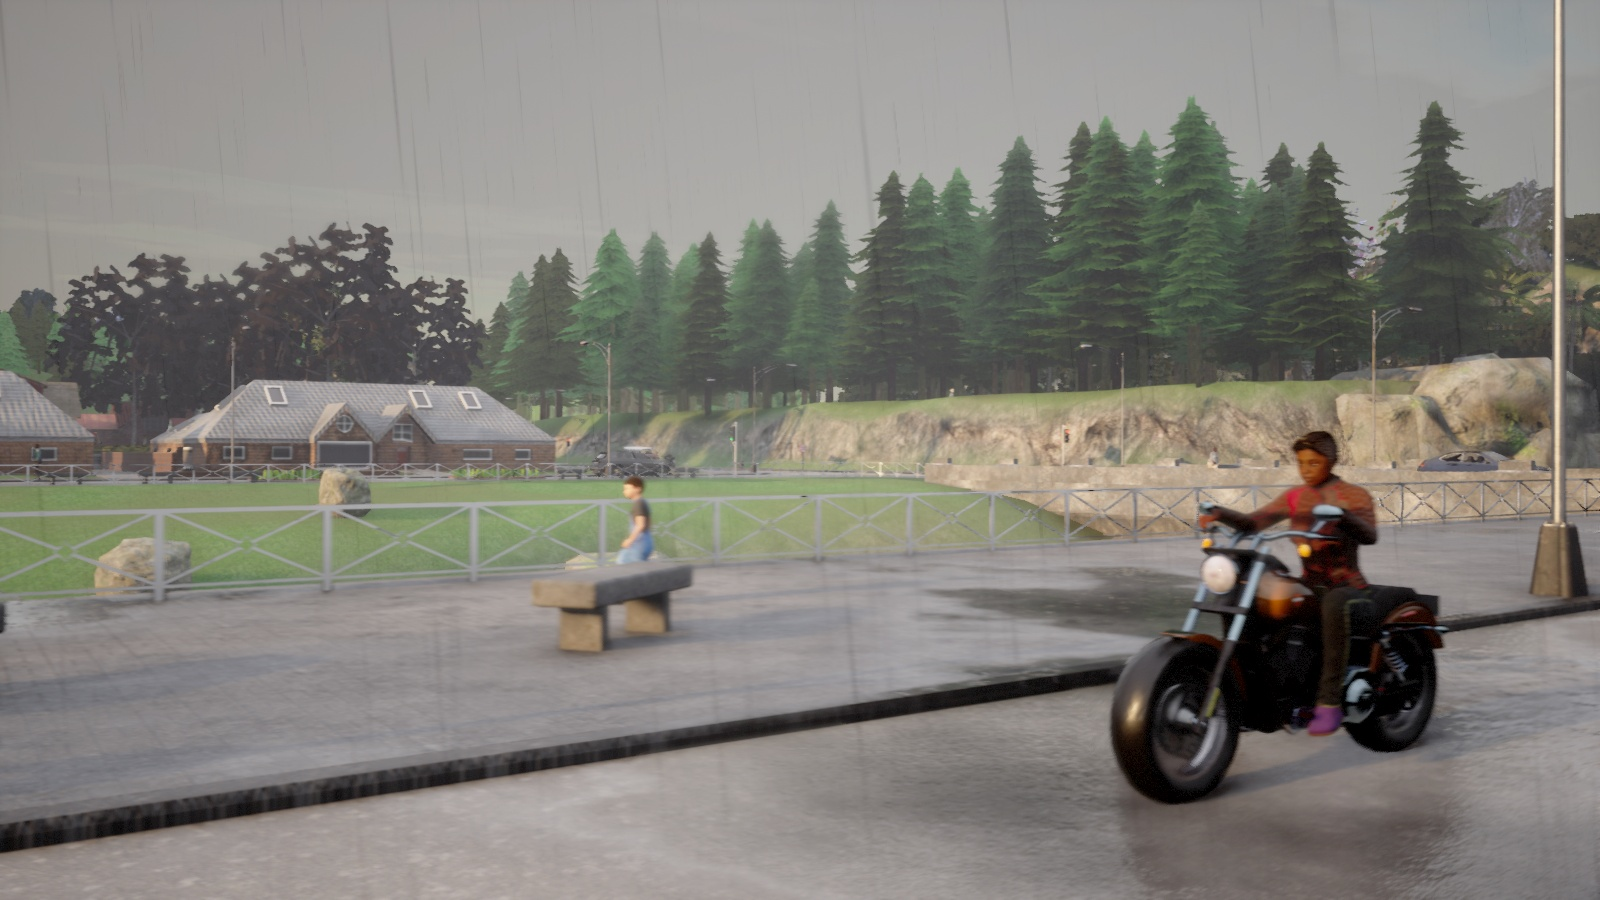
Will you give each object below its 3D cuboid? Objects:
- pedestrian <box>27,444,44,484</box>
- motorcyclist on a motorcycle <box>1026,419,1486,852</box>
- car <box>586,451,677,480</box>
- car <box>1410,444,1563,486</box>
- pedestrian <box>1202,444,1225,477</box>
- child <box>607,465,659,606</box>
[{"bbox_3d":[-37.781,0.687,62.051,0.692,1.930,0.396,0,0,-34],"label":"pedestrian"},{"bbox_3d":[2.162,0.705,5.773,2.350,1.649,0.766,0,0,-35],"label":"motorcyclist on a motorcycle"},{"bbox_3d":[-9.721,0.873,72.617,4.856,1.649,2.033,0,0,-35],"label":"car"},{"bbox_3d":[27.886,0.590,51.183,2.152,1.651,5.027,0,0,-35],"label":"car"},{"bbox_3d":[23.483,0.580,71.333,0.874,1.855,0.900,0,0,-34],"label":"pedestrian"},{"bbox_3d":[-1.526,0.766,11.458,0.437,1.263,0.270,0,0,-14],"label":"child"}]
